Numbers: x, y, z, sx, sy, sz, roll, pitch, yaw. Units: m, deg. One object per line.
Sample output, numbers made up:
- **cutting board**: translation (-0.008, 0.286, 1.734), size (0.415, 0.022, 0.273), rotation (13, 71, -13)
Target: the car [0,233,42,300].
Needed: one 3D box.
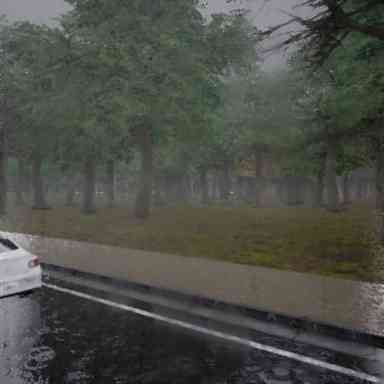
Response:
- **car**: translation (-5.149, 1.534, 7.316), size (4.674, 1.442, 1.812), rotation (0, 0, 36)
